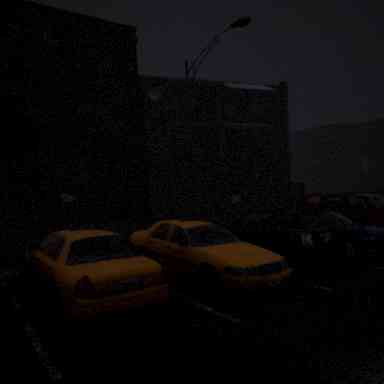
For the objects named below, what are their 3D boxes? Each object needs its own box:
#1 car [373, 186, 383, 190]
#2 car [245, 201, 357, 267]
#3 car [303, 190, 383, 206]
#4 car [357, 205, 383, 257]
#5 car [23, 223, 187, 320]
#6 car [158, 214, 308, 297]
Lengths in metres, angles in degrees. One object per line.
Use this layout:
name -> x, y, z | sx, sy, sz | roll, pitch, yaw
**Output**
car -> 20.616, 0.090, 34.220 | 2.097, 1.767, 4.553 | -4, 0, -17
car -> 2.423, 1.290, 10.690 | 2.185, 1.767, 4.553 | -1, 0, -36
car -> 7.119, 1.052, 14.041 | 2.435, 2.045, 5.566 | -2, 1, -35
car -> 4.707, 1.372, 12.363 | 2.097, 1.535, 5.008 | -1, 1, -35
car -> -2.491, 1.461, 7.453 | 1.946, 1.575, 5.366 | -1, 0, -35
car -> 0.118, 1.439, 8.857 | 1.946, 1.575, 5.366 | -1, 0, -36
